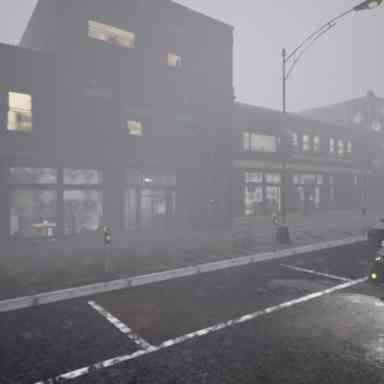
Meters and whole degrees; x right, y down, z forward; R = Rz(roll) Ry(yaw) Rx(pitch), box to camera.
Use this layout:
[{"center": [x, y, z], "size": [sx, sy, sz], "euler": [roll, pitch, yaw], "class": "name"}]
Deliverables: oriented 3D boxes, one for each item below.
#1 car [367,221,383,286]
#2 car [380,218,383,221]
[{"center": [5.837, 1.415, 7.544], "size": [4.181, 1.385, 1.994], "euler": [-1, 1, -35], "class": "car"}, {"center": [8.388, 1.335, 12.532], "size": [4.313, 1.339, 1.947], "euler": [-1, 2, -35], "class": "car"}]
